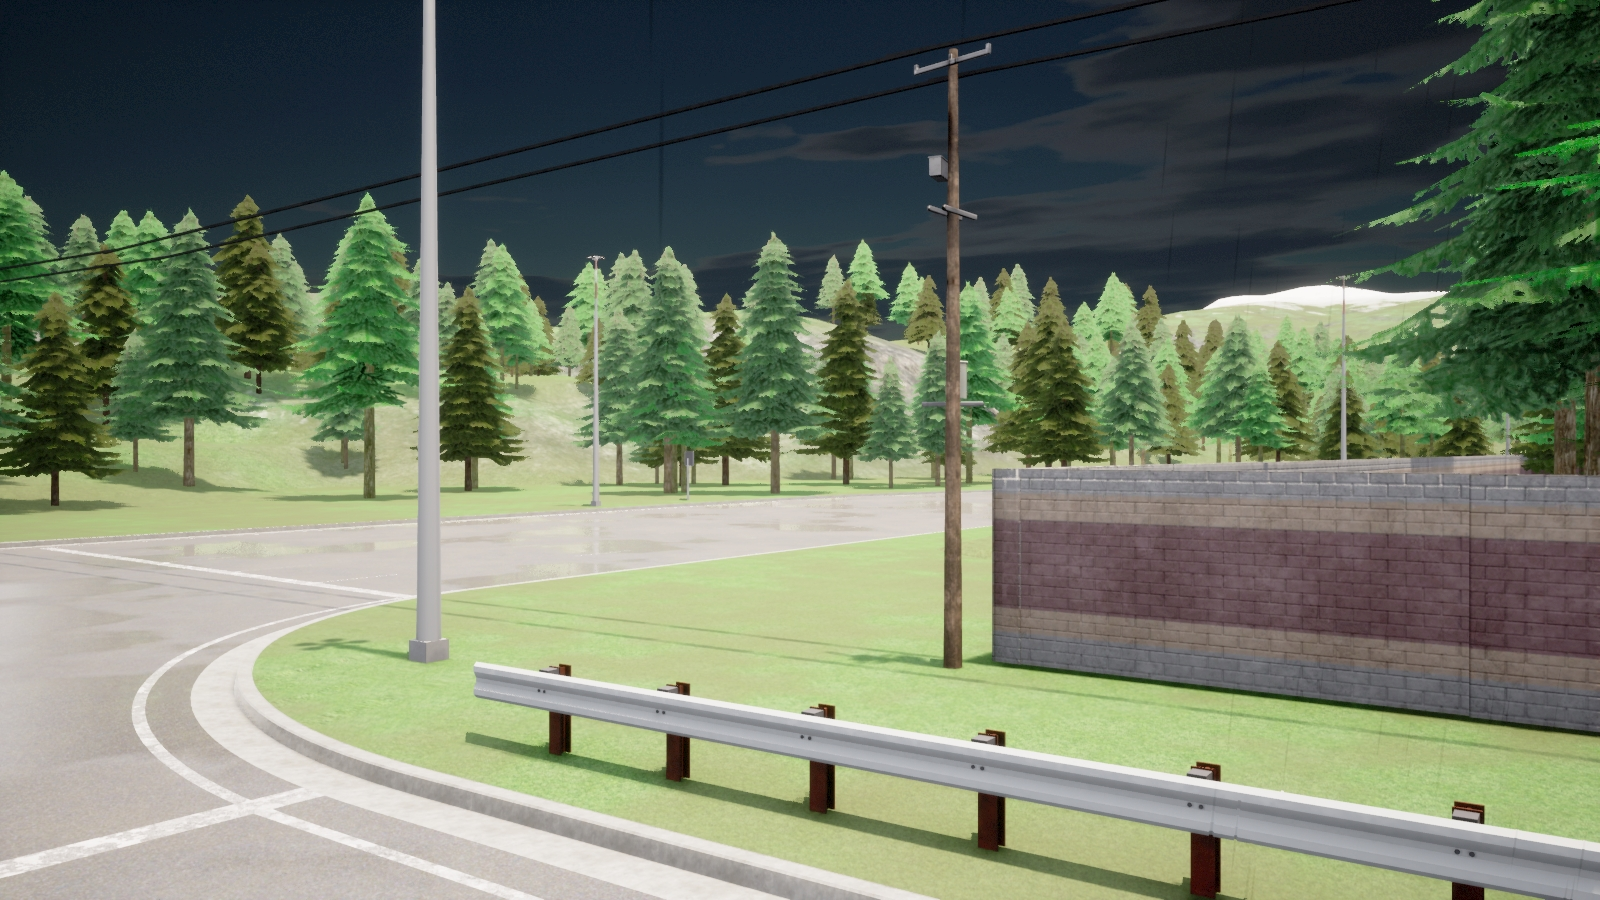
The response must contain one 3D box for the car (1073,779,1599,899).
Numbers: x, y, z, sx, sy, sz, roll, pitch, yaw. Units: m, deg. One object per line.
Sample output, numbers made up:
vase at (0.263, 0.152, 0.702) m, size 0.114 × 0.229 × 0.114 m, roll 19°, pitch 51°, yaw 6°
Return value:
car at (3.010, 1.982, 1.681) m, size 5.238 × 1.638 × 2.097 m, roll 0°, pitch 0°, yaw 35°
